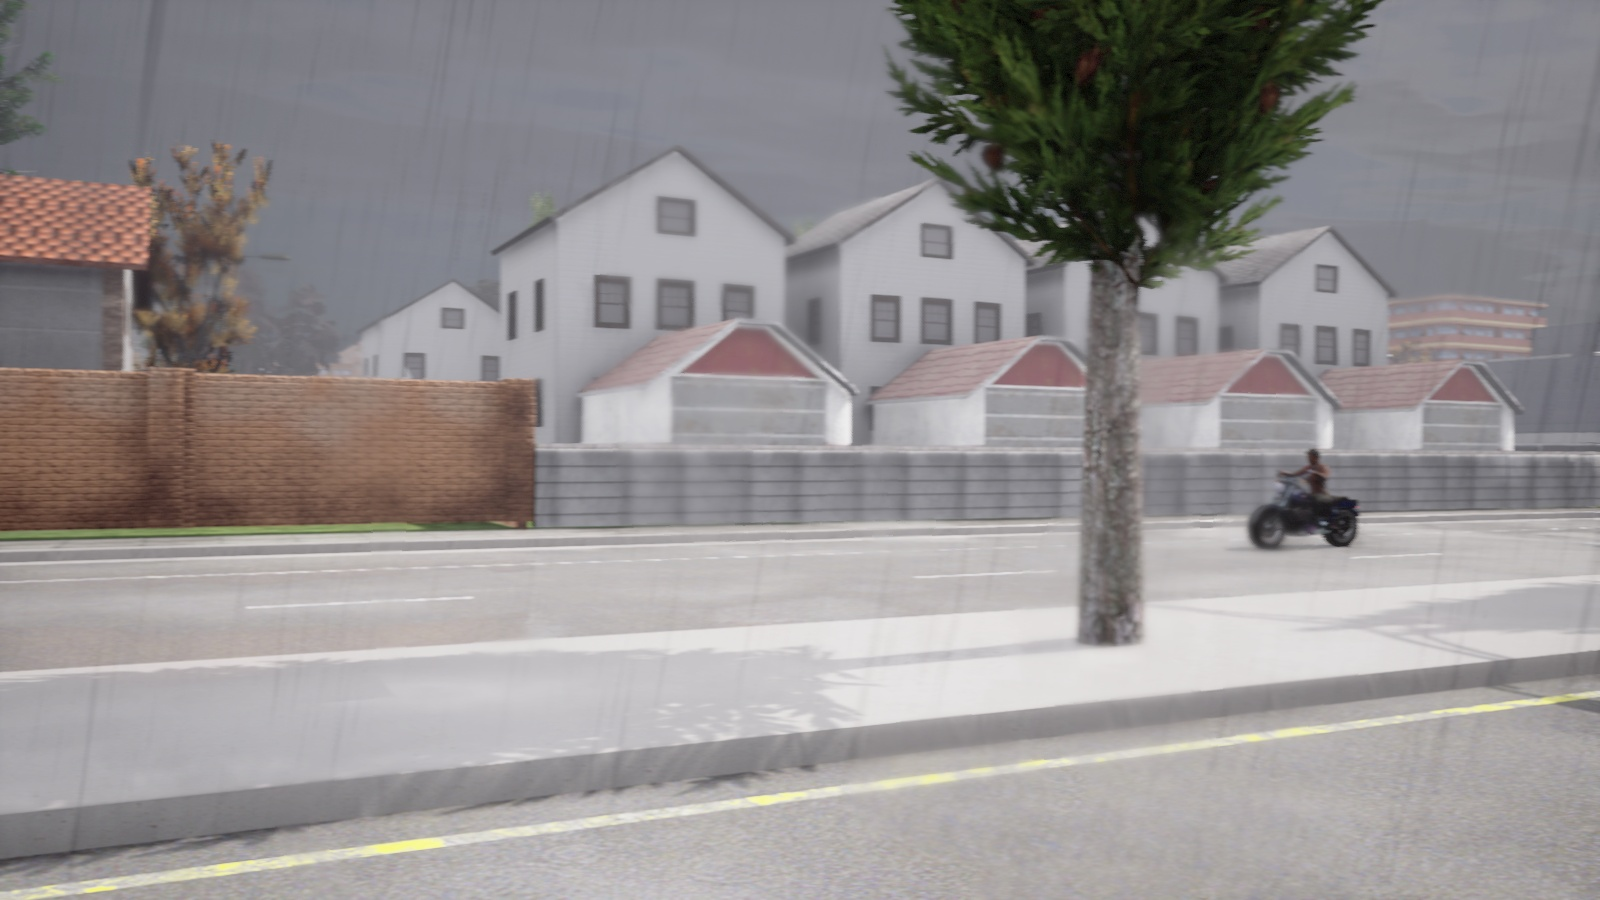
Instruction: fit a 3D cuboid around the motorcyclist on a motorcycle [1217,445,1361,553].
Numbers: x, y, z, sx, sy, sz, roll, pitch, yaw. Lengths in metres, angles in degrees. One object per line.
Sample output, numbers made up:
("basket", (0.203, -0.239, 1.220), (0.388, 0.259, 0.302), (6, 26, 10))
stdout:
("motorcyclist on a motorcycle", (7.871, 0.752, 20.174), (2.350, 1.649, 0.766), (0, 0, -26))
